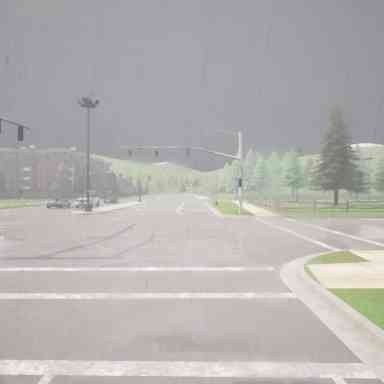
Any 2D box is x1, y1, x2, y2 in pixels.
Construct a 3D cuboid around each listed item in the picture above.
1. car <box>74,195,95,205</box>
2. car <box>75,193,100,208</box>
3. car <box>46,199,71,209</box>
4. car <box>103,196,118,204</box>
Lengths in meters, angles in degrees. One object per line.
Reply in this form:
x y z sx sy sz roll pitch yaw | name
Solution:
-18.499 1.354 57.334 2.097 1.767 4.553 0 0 1 | car
-15.043 1.221 48.129 2.150 2.045 5.566 0 0 0 | car
-18.547 1.600 46.397 1.895 1.301 4.718 0 0 0 | car
-14.957 1.492 61.403 2.128 1.511 4.902 0 0 0 | car
